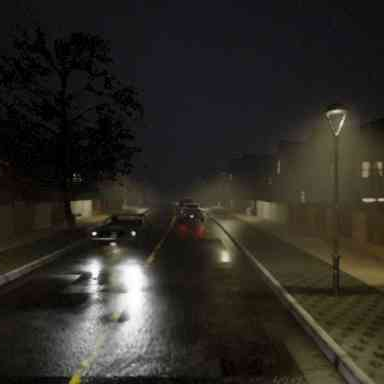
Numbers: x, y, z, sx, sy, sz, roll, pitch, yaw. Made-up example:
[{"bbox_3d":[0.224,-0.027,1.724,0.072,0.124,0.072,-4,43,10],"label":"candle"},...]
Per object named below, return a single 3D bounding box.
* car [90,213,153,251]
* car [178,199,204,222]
[{"bbox_3d":[-2.859,1.610,14.344,1.895,1.301,4.718,0,0,0],"label":"car"},{"bbox_3d":[-0.044,1.562,26.641,1.812,1.442,4.674,0,0,-1],"label":"car"}]
